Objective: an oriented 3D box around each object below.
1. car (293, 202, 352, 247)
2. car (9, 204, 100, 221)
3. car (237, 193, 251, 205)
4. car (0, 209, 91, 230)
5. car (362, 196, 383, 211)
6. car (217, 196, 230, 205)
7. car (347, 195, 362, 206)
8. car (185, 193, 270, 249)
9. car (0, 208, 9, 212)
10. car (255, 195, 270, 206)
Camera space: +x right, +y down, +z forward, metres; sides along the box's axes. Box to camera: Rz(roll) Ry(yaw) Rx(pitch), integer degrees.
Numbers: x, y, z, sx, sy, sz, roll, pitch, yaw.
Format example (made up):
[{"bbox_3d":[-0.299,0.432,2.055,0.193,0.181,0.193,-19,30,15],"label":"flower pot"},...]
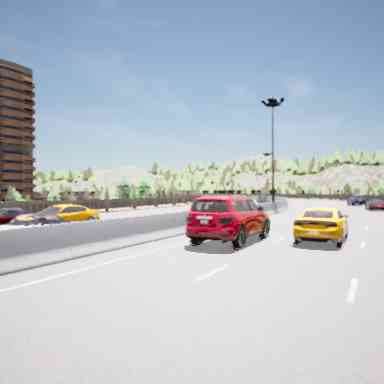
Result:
[{"bbox_3d":[5.978,1.458,15.219,1.882,1.535,5.008,0,0,29],"label":"car"},{"bbox_3d":[-7.742,1.491,19.749,1.882,1.535,5.008,0,0,29],"label":"car"},{"bbox_3d":[9.330,1.180,59.494,2.150,2.045,5.566,0,0,13],"label":"car"},{"bbox_3d":[-6.855,1.614,14.096,1.895,1.301,4.718,0,0,29],"label":"car"},{"bbox_3d":[21.874,1.496,39.502,1.994,1.385,4.181,0,0,20],"label":"car"},{"bbox_3d":[5.700,1.494,59.485,1.812,1.442,4.674,0,0,12],"label":"car"},{"bbox_3d":[25.805,1.270,52.168,2.097,1.767,4.553,0,0,13],"label":"car"},{"bbox_3d":[1.760,1.212,14.814,2.150,2.045,5.566,0,0,29],"label":"car"},{"bbox_3d":[-11.514,1.624,20.147,1.895,1.301,4.718,0,0,29],"label":"car"},{"bbox_3d":[11.307,1.307,53.001,2.097,1.767,4.553,0,0,15],"label":"car"}]
